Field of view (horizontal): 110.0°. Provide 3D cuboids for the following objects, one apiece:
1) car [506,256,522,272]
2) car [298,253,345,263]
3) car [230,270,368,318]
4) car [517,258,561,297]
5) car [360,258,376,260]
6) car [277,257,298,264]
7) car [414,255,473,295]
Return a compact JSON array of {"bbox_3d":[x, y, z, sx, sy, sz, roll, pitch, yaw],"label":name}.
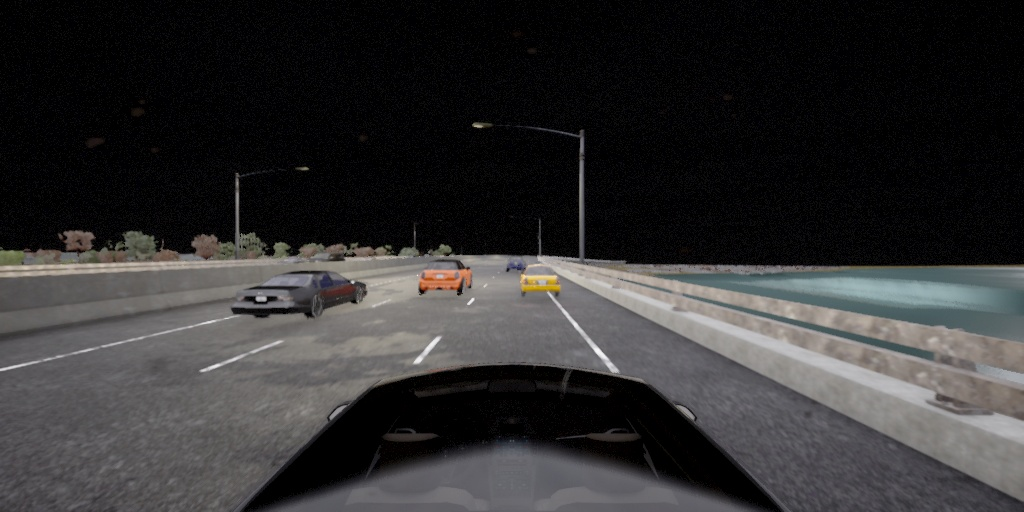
[{"bbox_3d":[0.466,0.776,39.700,2.097,1.767,4.553,0,1,2],"label":"car"},{"bbox_3d":[-20.649,0.636,39.781,2.150,2.045,5.566,0,0,2],"label":"car"},{"bbox_3d":[-6.863,1.198,12.339,2.033,1.411,5.357,0,1,0],"label":"car"},{"bbox_3d":[1.304,1.062,17.838,1.801,1.575,5.366,0,0,1],"label":"car"},{"bbox_3d":[-17.087,0.922,42.257,1.812,1.442,4.674,0,0,2],"label":"car"},{"bbox_3d":[-24.140,0.904,39.979,2.128,1.511,4.902,0,0,2],"label":"car"},{"bbox_3d":[-3.305,0.949,18.659,2.097,1.767,4.553,0,0,1],"label":"car"}]
